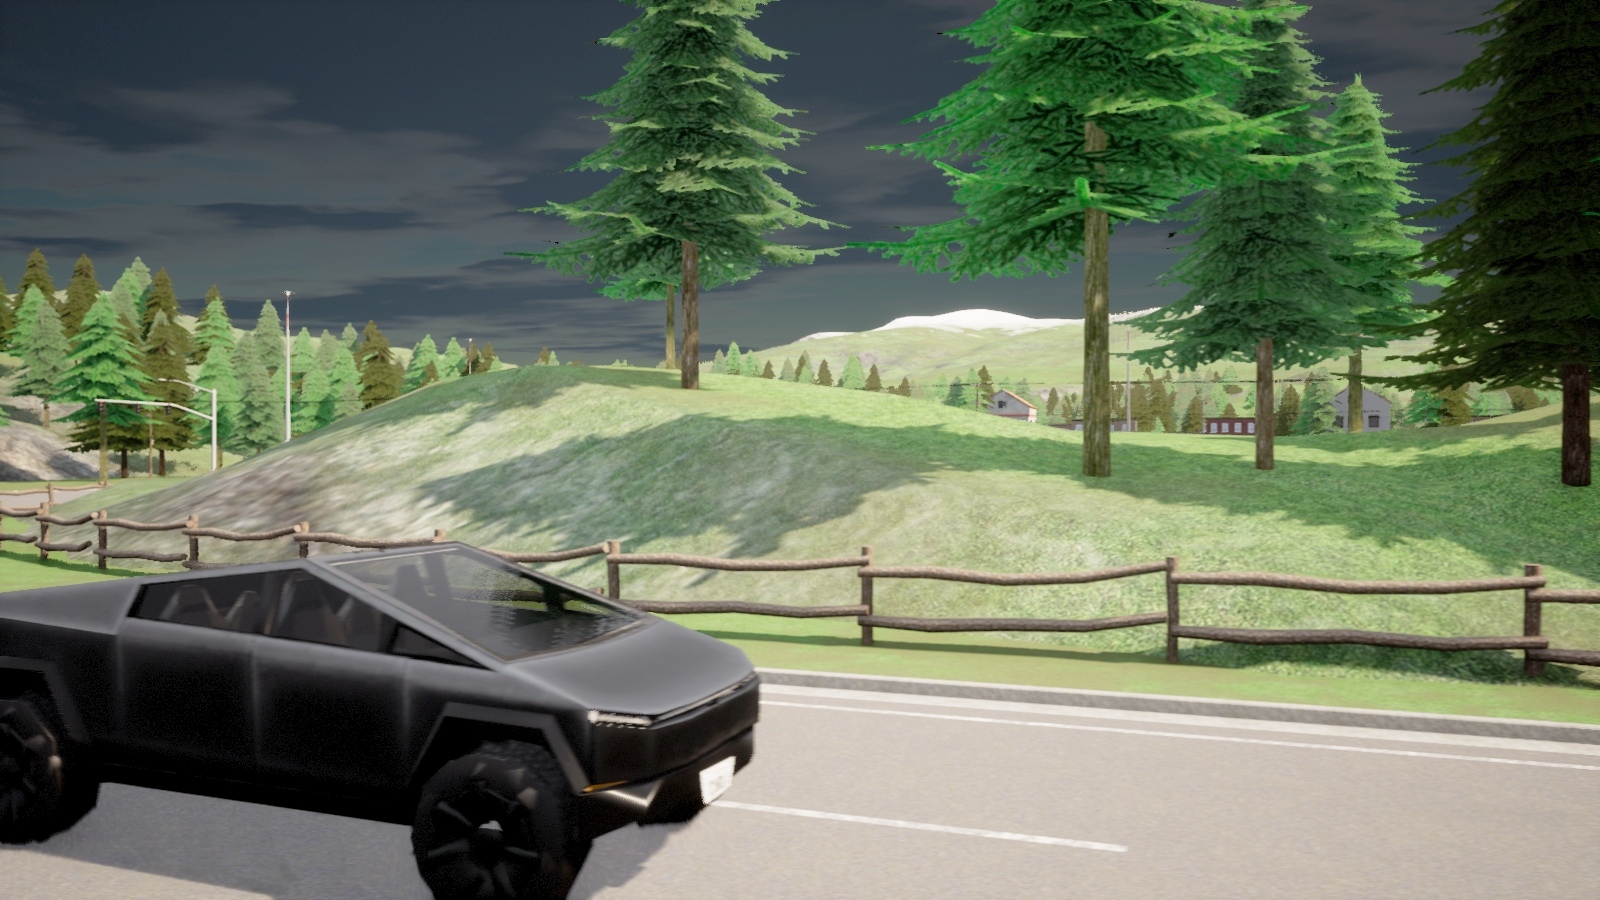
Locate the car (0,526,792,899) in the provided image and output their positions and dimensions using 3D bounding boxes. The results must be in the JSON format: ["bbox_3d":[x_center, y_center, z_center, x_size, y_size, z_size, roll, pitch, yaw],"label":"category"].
[{"bbox_3d":[-3.418,1.762,8.450,6.274,2.098,2.390,0,0,21],"label":"car"}]
